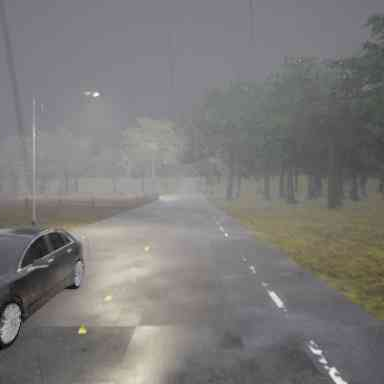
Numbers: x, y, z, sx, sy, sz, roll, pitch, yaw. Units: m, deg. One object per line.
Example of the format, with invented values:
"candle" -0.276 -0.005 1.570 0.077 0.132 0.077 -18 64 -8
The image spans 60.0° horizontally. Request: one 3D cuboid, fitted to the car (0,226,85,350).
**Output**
"car" -3.502 1.485 6.243 1.837 1.490 4.892 0 0 0
